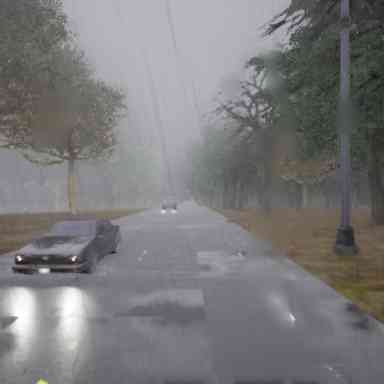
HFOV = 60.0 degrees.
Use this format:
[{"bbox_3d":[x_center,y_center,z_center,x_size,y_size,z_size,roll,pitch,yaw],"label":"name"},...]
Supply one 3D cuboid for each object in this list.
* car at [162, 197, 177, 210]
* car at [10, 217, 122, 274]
[{"bbox_3d":[-3.556,1.826,53.065,2.150,2.045,5.566,0,-1,0],"label":"car"},{"bbox_3d":[-3.602,1.549,10.774,2.033,1.411,5.357,0,0,0],"label":"car"}]
